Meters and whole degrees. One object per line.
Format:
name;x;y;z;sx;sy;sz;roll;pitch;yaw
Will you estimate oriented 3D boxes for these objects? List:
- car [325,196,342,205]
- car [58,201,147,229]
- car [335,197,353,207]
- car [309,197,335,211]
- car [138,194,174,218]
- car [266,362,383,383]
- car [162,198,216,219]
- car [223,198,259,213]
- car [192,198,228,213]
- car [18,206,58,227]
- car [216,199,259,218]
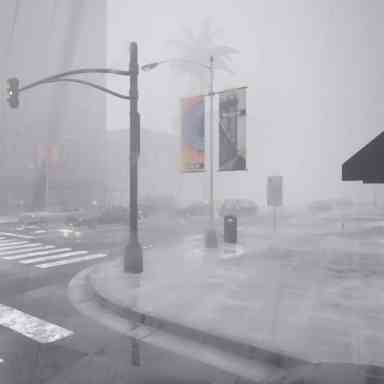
car;26.172;1.622;61.582;1.882;1.535;5.008;0;0;35
car;-5.798;1.568;22.310;2.033;1.411;5.357;0;0;35
car;24.807;1.620;54.013;2.128;1.511;4.902;0;0;35
car;16.240;1.652;41.882;1.994;1.385;4.181;0;0;34
car;-3.679;1.252;30.944;2.150;2.045;5.566;0;0;35
car;2.202;1.551;1.275;4.403;1.369;2.008;0;0;36
car;-0.129;1.515;30.333;1.882;1.535;5.008;0;0;35
car;5.710;1.550;38.583;2.128;1.511;4.902;0;0;35
car;2.247;1.529;39.311;1.882;1.535;5.008;0;0;35
car;-9.318;1.615;22.973;1.895;1.301;4.718;0;0;35
car;4.438;1.399;30.819;2.097;1.767;4.553;0;0;35
